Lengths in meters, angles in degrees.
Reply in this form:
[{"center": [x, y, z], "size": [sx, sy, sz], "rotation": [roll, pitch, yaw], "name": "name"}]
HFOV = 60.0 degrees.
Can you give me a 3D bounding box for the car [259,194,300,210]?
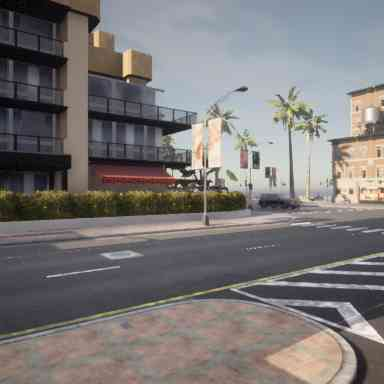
[{"center": [11.109, 1.223, 42.808], "size": [2.150, 2.045, 5.566], "rotation": [0, 0, -35], "name": "car"}]
